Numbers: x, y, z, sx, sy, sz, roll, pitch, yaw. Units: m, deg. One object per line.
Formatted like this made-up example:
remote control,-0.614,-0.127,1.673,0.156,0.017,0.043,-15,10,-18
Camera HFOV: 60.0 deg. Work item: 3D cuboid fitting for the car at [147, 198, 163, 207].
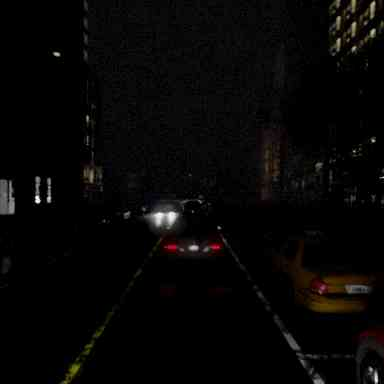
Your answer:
car,-5.685,1.633,51.805,1.947,1.339,4.313,0,0,0

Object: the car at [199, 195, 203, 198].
car,2.695,1.641,57.344,1.947,1.339,4.313,0,0,0

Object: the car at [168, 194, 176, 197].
car,-5.684,1.699,89.820,1.802,1.307,4.206,0,0,0

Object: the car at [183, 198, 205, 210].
car,0.089,1.568,32.439,1.812,1.442,4.674,0,0,0

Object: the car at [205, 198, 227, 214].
car,2.694,1.591,35.187,1.887,1.381,4.507,0,0,0

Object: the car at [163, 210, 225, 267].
car,0.064,1.563,11.490,2.033,1.411,5.357,0,0,0

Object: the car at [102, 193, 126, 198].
car,-17.146,1.191,70.449,5.009,1.841,2.192,1,-1,-1

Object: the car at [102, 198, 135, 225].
car,-5.686,1.472,24.109,1.967,1.590,4.097,0,0,0

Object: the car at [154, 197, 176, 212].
car,-3.097,1.653,40.115,1.895,1.301,4.718,0,0,0

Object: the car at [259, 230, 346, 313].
car,2.694,1.536,7.660,1.752,1.417,4.829,0,0,0

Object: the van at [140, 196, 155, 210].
van,-5.684,1.394,40.726,1.690,1.788,3.998,0,0,0

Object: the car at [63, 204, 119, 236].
car,-5.686,1.569,18.569,1.887,1.381,4.507,0,0,0

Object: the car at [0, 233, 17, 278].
car,-5.687,1.561,7.491,2.008,1.369,4.403,0,0,0

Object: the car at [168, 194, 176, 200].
car,-5.683,1.440,95.371,2.192,1.841,5.009,0,0,0

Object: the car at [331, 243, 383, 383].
car,2.694,1.443,1.952,1.967,1.590,4.097,0,0,0

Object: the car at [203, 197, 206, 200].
car,2.695,1.493,40.726,1.967,1.590,4.097,0,0,0

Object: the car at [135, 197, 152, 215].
car,-5.686,1.571,35.017,1.752,1.417,4.829,0,0,0
